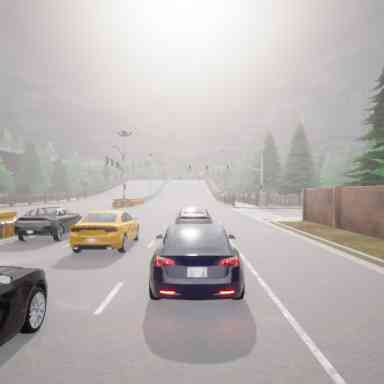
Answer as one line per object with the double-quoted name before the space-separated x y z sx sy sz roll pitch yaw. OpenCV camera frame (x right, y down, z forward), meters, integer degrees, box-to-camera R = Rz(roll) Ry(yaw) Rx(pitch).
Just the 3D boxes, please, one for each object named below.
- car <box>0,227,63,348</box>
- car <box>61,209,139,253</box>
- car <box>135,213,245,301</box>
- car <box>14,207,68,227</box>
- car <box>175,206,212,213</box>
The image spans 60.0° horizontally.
"car" -3.400 1.478 3.737 1.882 1.535 5.008 0 0 0
"car" -3.407 1.478 13.754 1.882 1.535 5.008 0 0 0
"car" 0.096 1.504 8.400 2.163 1.488 4.792 0 0 0
"car" -6.909 1.491 16.599 2.128 1.511 4.902 0 0 0
"car" 0.090 1.492 17.491 2.128 1.511 4.902 0 0 0
